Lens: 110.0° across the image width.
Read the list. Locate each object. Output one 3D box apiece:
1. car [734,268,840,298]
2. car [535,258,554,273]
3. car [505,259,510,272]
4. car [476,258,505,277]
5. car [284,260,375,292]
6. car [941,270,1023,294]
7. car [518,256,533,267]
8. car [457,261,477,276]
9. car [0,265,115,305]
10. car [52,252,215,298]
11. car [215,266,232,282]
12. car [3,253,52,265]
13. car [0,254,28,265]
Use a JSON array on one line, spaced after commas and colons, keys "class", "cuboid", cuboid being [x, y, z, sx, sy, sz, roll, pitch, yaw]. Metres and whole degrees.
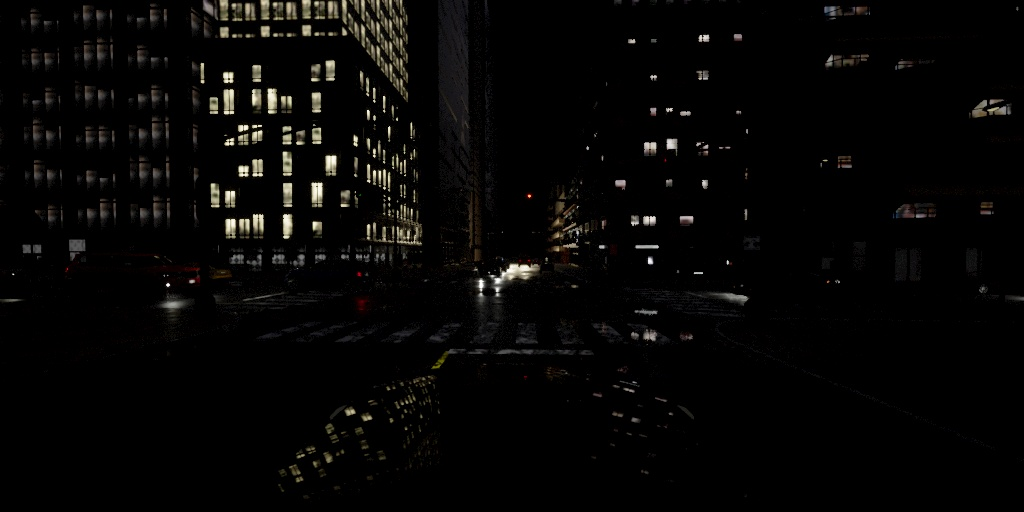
[{"class": "car", "cuboid": [14.222, 1.411, 18.989, 4.181, 1.385, 1.994, 0, 1, 2]}, {"class": "car", "cuboid": [4.072, 1.290, 42.411, 2.007, 1.370, 4.403, 0, 0, 2]}, {"class": "car", "cuboid": [-1.635, 1.303, 44.674, 1.994, 1.385, 4.181, 0, 0, 2]}, {"class": "car", "cuboid": [-1.983, 1.246, 34.777, 1.837, 1.490, 4.892, 0, 0, 2]}, {"class": "car", "cuboid": [-10.240, 1.009, 20.205, 4.553, 1.767, 2.097, 1, 1, 3]}, {"class": "car", "cuboid": [28.029, 1.462, 20.944, 4.507, 1.381, 1.888, 0, 0, 3]}, {"class": "car", "cuboid": [2.208, 0.957, 63.523, 2.150, 2.045, 5.566, 0, 0, 2]}, {"class": "car", "cuboid": [-4.505, 1.266, 36.880, 1.751, 1.417, 4.829, 0, 0, 2]}, {"class": "car", "cuboid": [-19.868, 1.205, 14.916, 4.403, 1.370, 2.007, 0, 0, 3]}, {"class": "car", "cuboid": [-18.151, 0.847, 17.379, 5.566, 2.045, 2.150, 1, 1, 3]}, {"class": "car", "cuboid": [-20.960, 1.030, 23.292, 4.829, 1.417, 1.751, 0, 0, 3]}, {"class": "car", "cuboid": [-32.893, 0.713, 23.909, 5.009, 1.841, 2.192, 0, 0, 3]}, {"class": "car", "cuboid": [-27.860, 0.893, 17.853, 4.553, 1.767, 2.097, 0, 1, 3]}]
